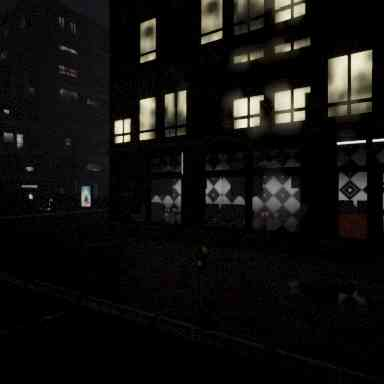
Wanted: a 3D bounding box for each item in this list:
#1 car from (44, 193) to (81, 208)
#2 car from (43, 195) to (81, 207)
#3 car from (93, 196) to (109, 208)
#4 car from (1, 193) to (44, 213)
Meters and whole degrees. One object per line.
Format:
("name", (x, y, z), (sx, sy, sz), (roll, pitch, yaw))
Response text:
("car", (-15.676, 0.883, 39.983), (2.097, 1.767, 4.553), (0, 1, 35))
("car", (-16.745, 1.074, 42.954), (1.802, 1.307, 4.206), (1, 2, 35))
("car", (-9.837, 1.072, 38.210), (1.947, 1.339, 4.313), (1, 2, 35))
("car", (-16.185, 1.029, 29.106), (2.192, 1.841, 5.009), (1, 2, 35))
